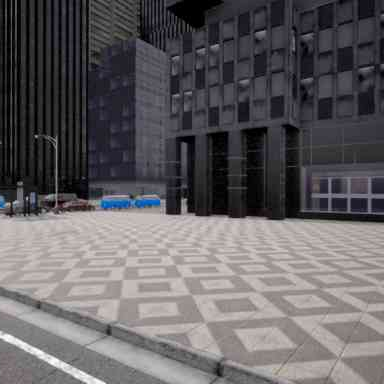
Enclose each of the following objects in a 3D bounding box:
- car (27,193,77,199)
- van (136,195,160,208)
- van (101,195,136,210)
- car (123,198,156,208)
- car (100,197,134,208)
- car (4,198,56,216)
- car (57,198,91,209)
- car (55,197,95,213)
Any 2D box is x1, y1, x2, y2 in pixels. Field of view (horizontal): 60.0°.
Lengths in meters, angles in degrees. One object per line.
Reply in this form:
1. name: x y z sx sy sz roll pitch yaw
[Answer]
1. car: -16.646 1.198 40.925 2.150 2.045 5.566 0 0 36
2. van: -6.014 1.330 45.748 1.690 1.788 3.998 0 0 35
3. van: -9.309 1.332 41.125 1.690 1.788 3.998 0 0 35
4. car: -7.552 1.581 48.179 1.895 1.301 4.718 0 0 35
5. car: -10.952 1.477 48.902 1.837 1.490 4.892 0 0 36
6. car: -15.900 1.549 31.878 2.008 1.369 4.403 0 0 35
7. car: -16.253 1.549 46.072 1.802 1.307 4.206 0 0 35
8. car: -12.605 1.576 36.501 1.802 1.307 4.206 0 0 35
